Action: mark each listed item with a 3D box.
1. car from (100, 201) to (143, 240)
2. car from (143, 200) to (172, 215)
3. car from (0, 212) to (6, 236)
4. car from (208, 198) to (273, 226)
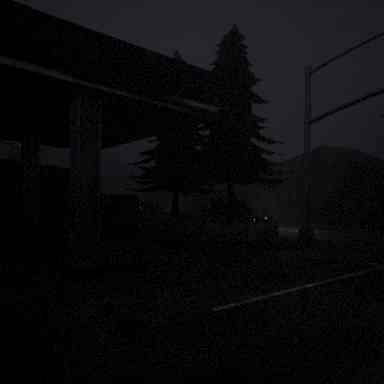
[{"bbox_3d":[-4.603,1.445,18.243,1.905,1.878,3.866,1,0,-36],"label":"car"},{"bbox_3d":[-3.870,1.653,36.068,2.128,1.511,4.902,1,0,-35],"label":"car"},{"bbox_3d":[-11.735,1.518,18.420,2.242,1.667,4.611,1,0,-36],"label":"car"},{"bbox_3d":[3.561,1.470,25.611,2.150,2.045,5.566,1,0,-36],"label":"car"}]
